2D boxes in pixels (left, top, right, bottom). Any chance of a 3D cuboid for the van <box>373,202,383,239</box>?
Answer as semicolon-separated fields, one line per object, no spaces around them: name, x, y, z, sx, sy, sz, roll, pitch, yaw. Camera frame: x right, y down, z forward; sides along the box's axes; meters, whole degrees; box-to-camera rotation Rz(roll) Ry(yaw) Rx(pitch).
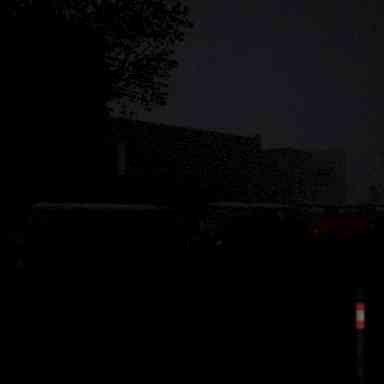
van;10.582;1.567;19.269;4.442;1.987;1.878;3;0;-45

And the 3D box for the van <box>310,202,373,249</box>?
van;6.388;1.459;15.568;4.442;1.987;1.878;2;0;-40

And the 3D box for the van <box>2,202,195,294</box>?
van;-2.349;1.274;8.611;4.442;1.987;1.878;2;0;-38

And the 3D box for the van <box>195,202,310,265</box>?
van;2.072;1.361;12.014;4.442;1.987;1.878;2;0;-39
